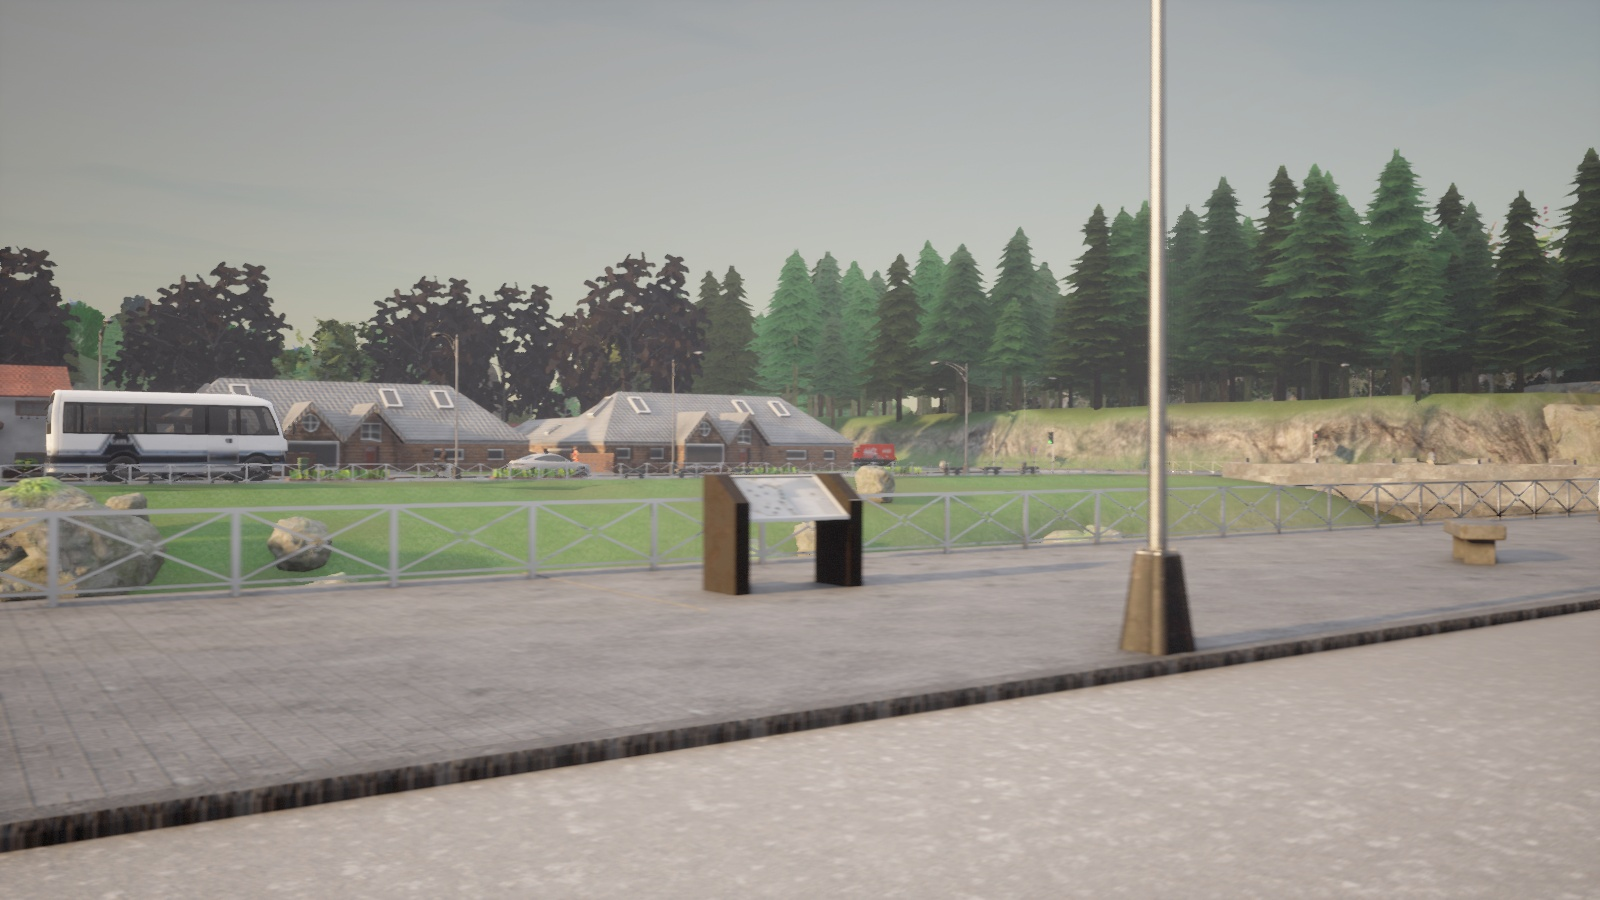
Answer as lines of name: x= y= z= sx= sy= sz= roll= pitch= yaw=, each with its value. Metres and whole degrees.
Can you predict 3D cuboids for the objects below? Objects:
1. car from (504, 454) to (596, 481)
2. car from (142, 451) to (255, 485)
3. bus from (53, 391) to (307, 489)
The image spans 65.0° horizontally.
car: x=-13.845 y=0.971 z=69.760 sx=4.674 sy=1.442 sz=1.812 roll=0 pitch=0 yaw=-35
car: x=-30.244 y=0.894 z=63.224 sx=4.856 sy=1.649 sz=2.033 roll=0 pitch=0 yaw=-35
bus: x=-29.078 y=-0.425 z=59.163 sx=10.273 sy=4.253 sz=3.944 roll=0 pitch=0 yaw=-35
